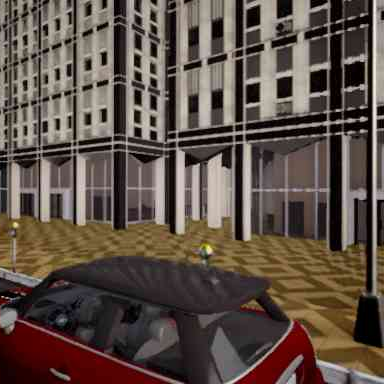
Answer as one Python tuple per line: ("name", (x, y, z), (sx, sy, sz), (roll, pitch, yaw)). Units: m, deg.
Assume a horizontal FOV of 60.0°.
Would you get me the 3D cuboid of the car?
("car", (-0.886, 1.423, 3.510), (4.097, 1.590, 1.967), (0, 0, 35))
